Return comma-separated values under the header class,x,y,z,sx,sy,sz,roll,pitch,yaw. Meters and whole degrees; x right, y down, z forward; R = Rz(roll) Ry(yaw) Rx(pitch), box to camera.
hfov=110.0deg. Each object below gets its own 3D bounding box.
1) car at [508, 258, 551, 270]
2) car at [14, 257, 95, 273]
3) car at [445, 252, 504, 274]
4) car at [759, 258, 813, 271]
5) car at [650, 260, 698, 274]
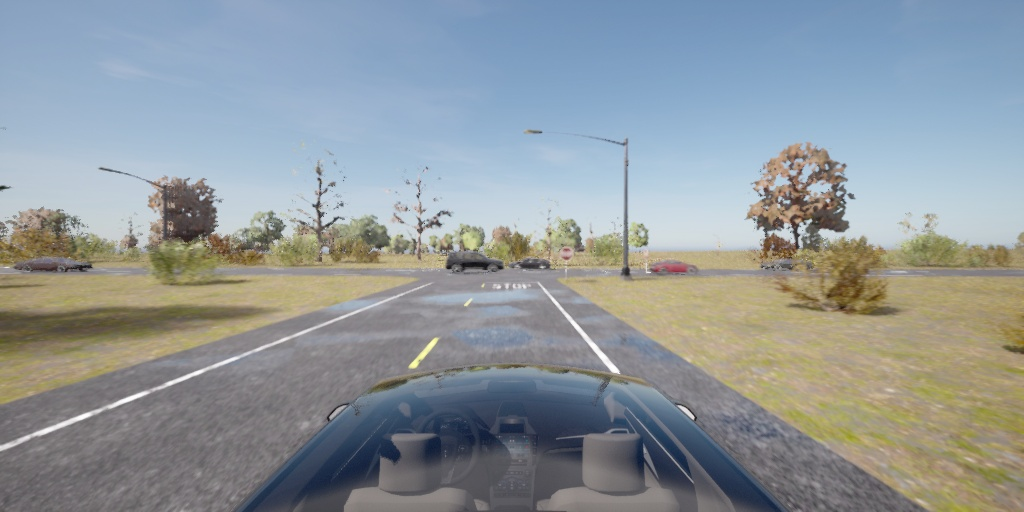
class,x,y,z,sx,sy,sz,roll,pitch,yaw
car,2.019,0.932,41.147,4.892,1.490,1.837,0,1,-1
car,-41.970,0.793,32.897,5.357,1.411,2.033,0,1,-2
car,-3.553,0.638,34.009,5.566,2.045,2.150,0,1,-1
car,32.092,0.999,42.013,5.357,1.411,2.033,0,1,-2
car,15.557,1.042,34.513,4.181,1.385,1.994,0,1,-2
